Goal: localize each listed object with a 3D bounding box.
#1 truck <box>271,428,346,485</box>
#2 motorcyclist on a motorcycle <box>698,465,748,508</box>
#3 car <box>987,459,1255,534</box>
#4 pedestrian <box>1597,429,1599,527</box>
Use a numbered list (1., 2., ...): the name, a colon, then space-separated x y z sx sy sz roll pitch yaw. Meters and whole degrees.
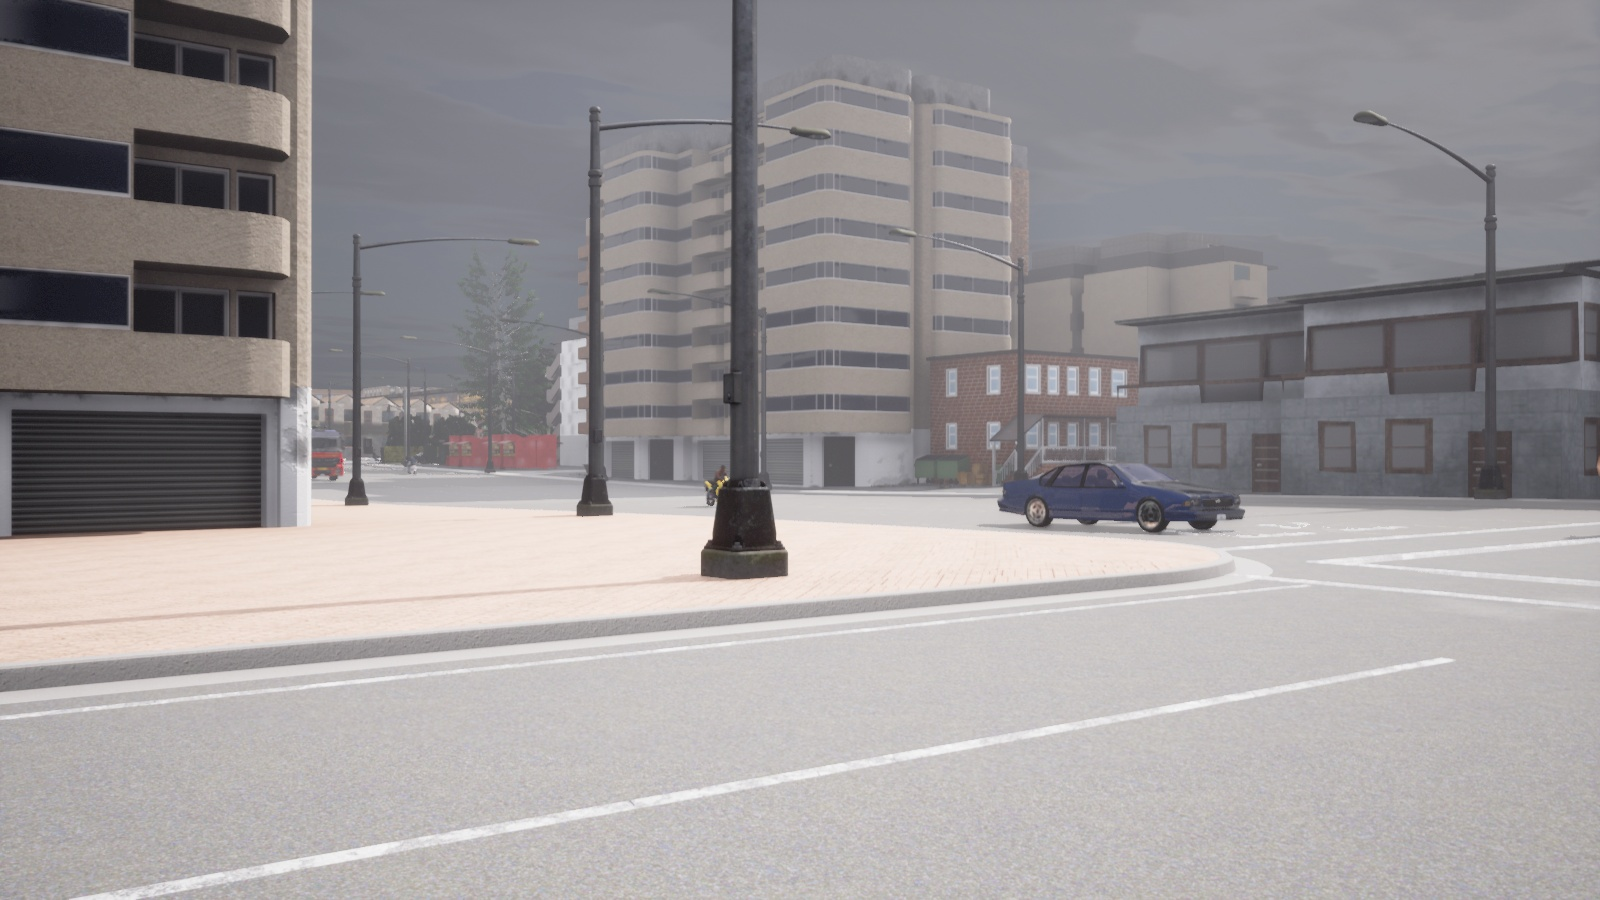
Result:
1. truck: -34.872 0.367 88.912 2.891 3.827 8.468 0 1 -36
2. motorcyclist on a motorcycle: -2.765 1.310 45.079 0.797 1.523 2.044 0 -1 -36
3. car: 6.578 0.922 26.400 2.033 1.411 5.357 0 -1 -36
4. pedestrian: 15.076 0.520 23.271 0.345 1.836 0.594 0 0 15
